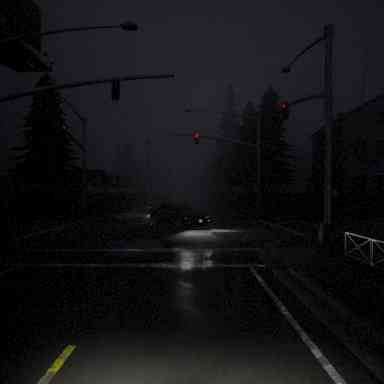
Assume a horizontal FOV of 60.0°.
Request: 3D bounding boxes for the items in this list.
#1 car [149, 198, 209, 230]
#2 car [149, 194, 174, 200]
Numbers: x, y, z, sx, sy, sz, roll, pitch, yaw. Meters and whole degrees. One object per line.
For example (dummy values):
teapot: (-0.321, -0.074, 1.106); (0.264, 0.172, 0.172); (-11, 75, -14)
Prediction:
car: (-0.907, 1.395, 20.572); (1.837, 1.490, 4.892); (-4, 2, -35)
car: (-3.615, 1.219, 38.541); (2.150, 2.045, 5.566); (0, 0, 1)
